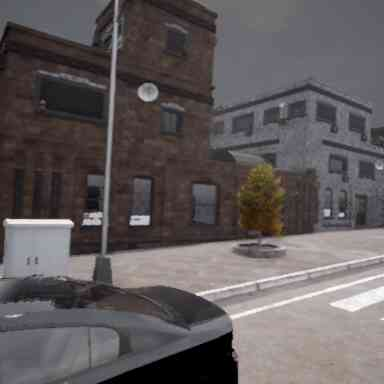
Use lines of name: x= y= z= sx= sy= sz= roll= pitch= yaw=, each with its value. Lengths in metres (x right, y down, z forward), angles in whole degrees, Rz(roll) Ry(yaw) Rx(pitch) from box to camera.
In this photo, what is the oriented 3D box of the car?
car: x=-1.899 y=1.474 z=2.329 sx=5.008 sy=1.535 sz=1.882 roll=1 pitch=0 yaw=-35
